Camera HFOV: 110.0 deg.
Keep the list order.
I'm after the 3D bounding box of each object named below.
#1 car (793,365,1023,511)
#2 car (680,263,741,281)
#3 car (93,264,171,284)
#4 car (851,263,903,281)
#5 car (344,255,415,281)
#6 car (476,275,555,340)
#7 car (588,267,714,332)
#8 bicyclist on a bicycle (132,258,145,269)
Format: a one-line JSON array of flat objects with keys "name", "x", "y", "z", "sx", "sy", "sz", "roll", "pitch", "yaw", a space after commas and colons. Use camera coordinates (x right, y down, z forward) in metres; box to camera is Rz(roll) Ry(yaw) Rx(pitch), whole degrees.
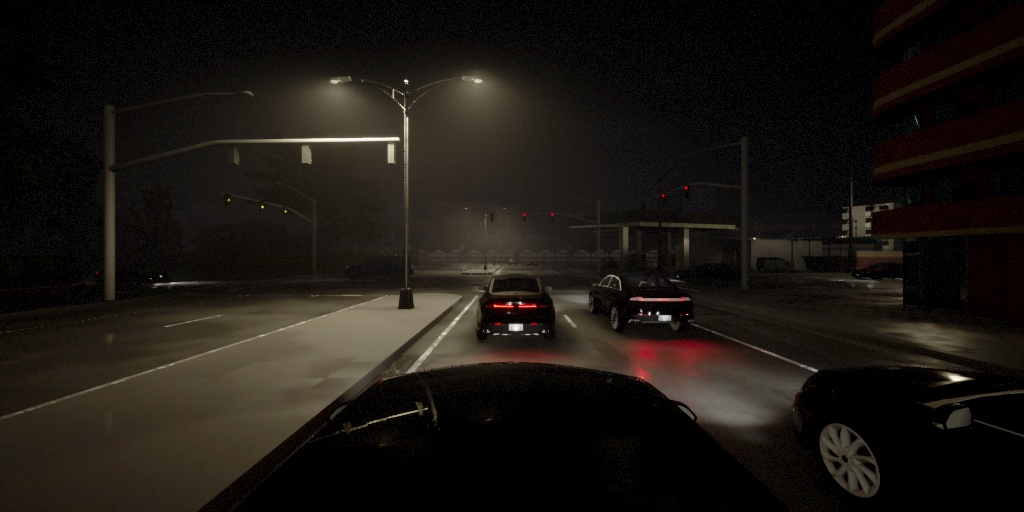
[{"name": "car", "x": 3.600, "y": 1.255, "z": 1.425, "sx": 1.837, "sy": 1.490, "sz": 4.892, "roll": 0, "pitch": 0, "yaw": 0}, {"name": "car", "x": 16.412, "y": 1.296, "z": 29.820, "sx": 5.357, "sy": 1.411, "sz": 2.033, "roll": 0, "pitch": 0, "yaw": -1}, {"name": "car", "x": -27.753, "y": 1.314, "z": 26.298, "sx": 4.181, "sy": 1.385, "sz": 1.994, "roll": 0, "pitch": 0, "yaw": 0}, {"name": "car", "x": 31.253, "y": 1.277, "z": 30.028, "sx": 4.674, "sy": 1.442, "sz": 1.812, "roll": -1, "pitch": 0, "yaw": -1}, {"name": "car", "x": -10.975, "y": 0.971, "z": 29.999, "sx": 5.566, "sy": 2.045, "sz": 2.150, "roll": 0, "pitch": 0, "yaw": 1}, {"name": "car", "x": 0.098, "y": 1.255, "z": 9.979, "sx": 1.837, "sy": 1.490, "sz": 4.892, "roll": 0, "pitch": 0, "yaw": 0}, {"name": "car", "x": 3.605, "y": 1.242, "z": 10.833, "sx": 2.128, "sy": 1.511, "sz": 4.902, "roll": 0, "pitch": 0, "yaw": 0}, {"name": "bicyclist on a bicycle", "x": -38.217, "y": 1.053, "z": 36.720, "sx": 0.582, "sy": 1.620, "sz": 1.656, "roll": 0, "pitch": 0, "yaw": 0}]
